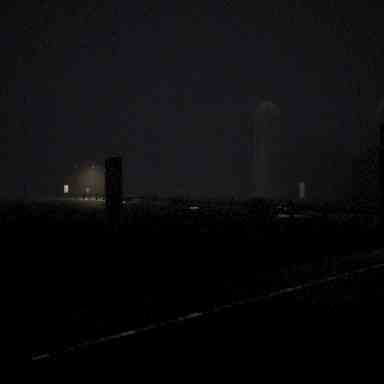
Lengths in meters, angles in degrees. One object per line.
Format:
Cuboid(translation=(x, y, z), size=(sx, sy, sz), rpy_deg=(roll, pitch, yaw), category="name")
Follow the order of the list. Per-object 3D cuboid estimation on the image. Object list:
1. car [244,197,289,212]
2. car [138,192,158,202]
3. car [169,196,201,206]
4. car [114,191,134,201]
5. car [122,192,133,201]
Cuboid(translation=(7.208, 1.280, 32.549), size=(1.837, 1.490, 4.892), rpy_deg=(-1, 1, -36), category="car")
Cuboid(translation=(-7.752, 0.820, 58.160), size=(2.097, 1.767, 4.553), rpy_deg=(-1, 1, -36), category="car")
Cuboid(translation=(-1.070, 1.190, 43.995), size=(2.033, 1.411, 5.357), rpy_deg=(-1, 1, -36), category="car")
Cuboid(translation=(-13.542, 0.723, 66.098), size=(2.097, 1.767, 4.553), rpy_deg=(-1, 1, -36), category="car")
Cuboid(translation=(-12.802, 1.018, 60.386), size=(1.994, 1.385, 4.181), rpy_deg=(-1, 1, -36), category="car")
